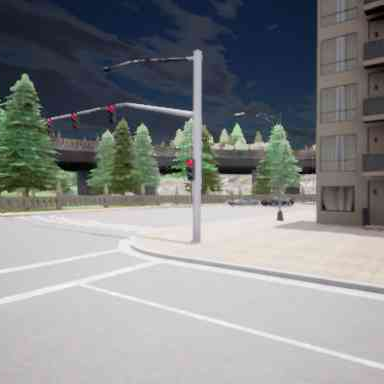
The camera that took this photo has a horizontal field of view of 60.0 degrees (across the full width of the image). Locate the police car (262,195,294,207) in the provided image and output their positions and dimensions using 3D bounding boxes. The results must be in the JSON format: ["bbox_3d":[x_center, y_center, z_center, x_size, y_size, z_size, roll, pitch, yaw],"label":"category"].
[{"bbox_3d":[12.107,1.243,47.184,5.238,1.638,1.930,0,0,-28],"label":"police car"}]

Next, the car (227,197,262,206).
[{"bbox_3d":[7.322,1.388,48.091,4.718,1.301,1.895,0,0,-33],"label":"car"}]
